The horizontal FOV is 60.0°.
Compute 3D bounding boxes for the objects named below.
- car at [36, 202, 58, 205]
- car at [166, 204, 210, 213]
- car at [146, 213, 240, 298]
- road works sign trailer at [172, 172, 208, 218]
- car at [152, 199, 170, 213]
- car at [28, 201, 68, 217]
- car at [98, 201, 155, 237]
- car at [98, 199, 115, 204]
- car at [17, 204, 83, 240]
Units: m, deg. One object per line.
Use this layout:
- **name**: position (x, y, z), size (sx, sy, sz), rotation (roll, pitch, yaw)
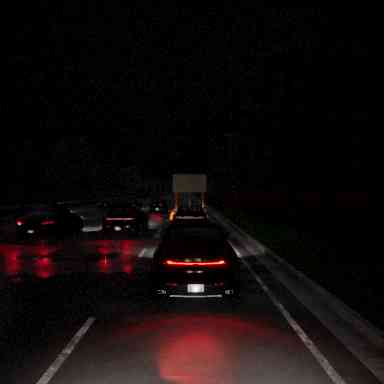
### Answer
- **car**: position (-10.571, 1.525, 24.546), size (1.812, 1.442, 4.674), rotation (0, 0, 0)
- **car**: position (-0.051, 1.488, 18.870), size (2.128, 1.511, 4.902), rotation (0, 0, 1)
- **car**: position (0.053, 1.505, 8.482), size (1.837, 1.490, 4.892), rotation (0, 0, 0)
- **road works sign trailer**: position (-0.170, 0.464, 22.740), size (2.380, 3.560, 2.880), rotation (0, 0, -3)
- **car**: position (-3.673, 1.506, 37.426), size (1.837, 1.490, 4.892), rotation (0, 0, 0)
- **car**: position (-14.138, 1.601, 32.920), size (1.895, 1.301, 4.718), rotation (0, 0, 0)
- **car**: position (-3.517, 1.491, 18.099), size (2.128, 1.511, 4.902), rotation (0, 0, 0)
- **car**: position (-10.719, 1.563, 42.899), size (1.994, 1.385, 4.181), rotation (0, 0, 0)
- **car**: position (-7.007, 1.526, 16.742), size (1.812, 1.442, 4.674), rotation (0, 0, 0)
